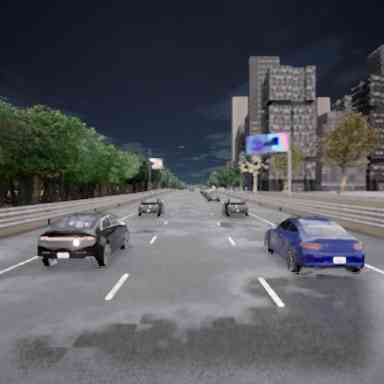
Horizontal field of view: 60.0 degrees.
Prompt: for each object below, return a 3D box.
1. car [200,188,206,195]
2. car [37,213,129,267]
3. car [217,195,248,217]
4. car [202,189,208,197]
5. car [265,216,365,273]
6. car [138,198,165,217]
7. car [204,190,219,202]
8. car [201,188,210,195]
[{"bbox_3d":[3.509,0.334,75.848,2.163,1.488,4.792,0,1,0],"label":"car"},{"bbox_3d":[-3.399,1.442,11.191,2.128,1.511,4.902,0,0,0],"label":"car"},{"bbox_3d":[3.601,1.236,28.447,2.128,1.511,4.902,0,1,0],"label":"car"},{"bbox_3d":[3.508,0.636,64.821,2.033,1.411,5.357,0,1,0],"label":"car"},{"bbox_3d":[3.600,1.482,10.406,1.812,1.442,4.674,0,0,0],"label":"car"},{"bbox_3d":[-3.398,1.236,28.460,2.128,1.511,4.902,0,1,0],"label":"car"},{"bbox_3d":[3.506,0.879,53.827,1.994,1.385,4.181,0,1,0],"label":"car"},{"bbox_3d":[3.510,-0.073,86.782,2.097,1.767,4.553,0,1,0],"label":"car"}]
